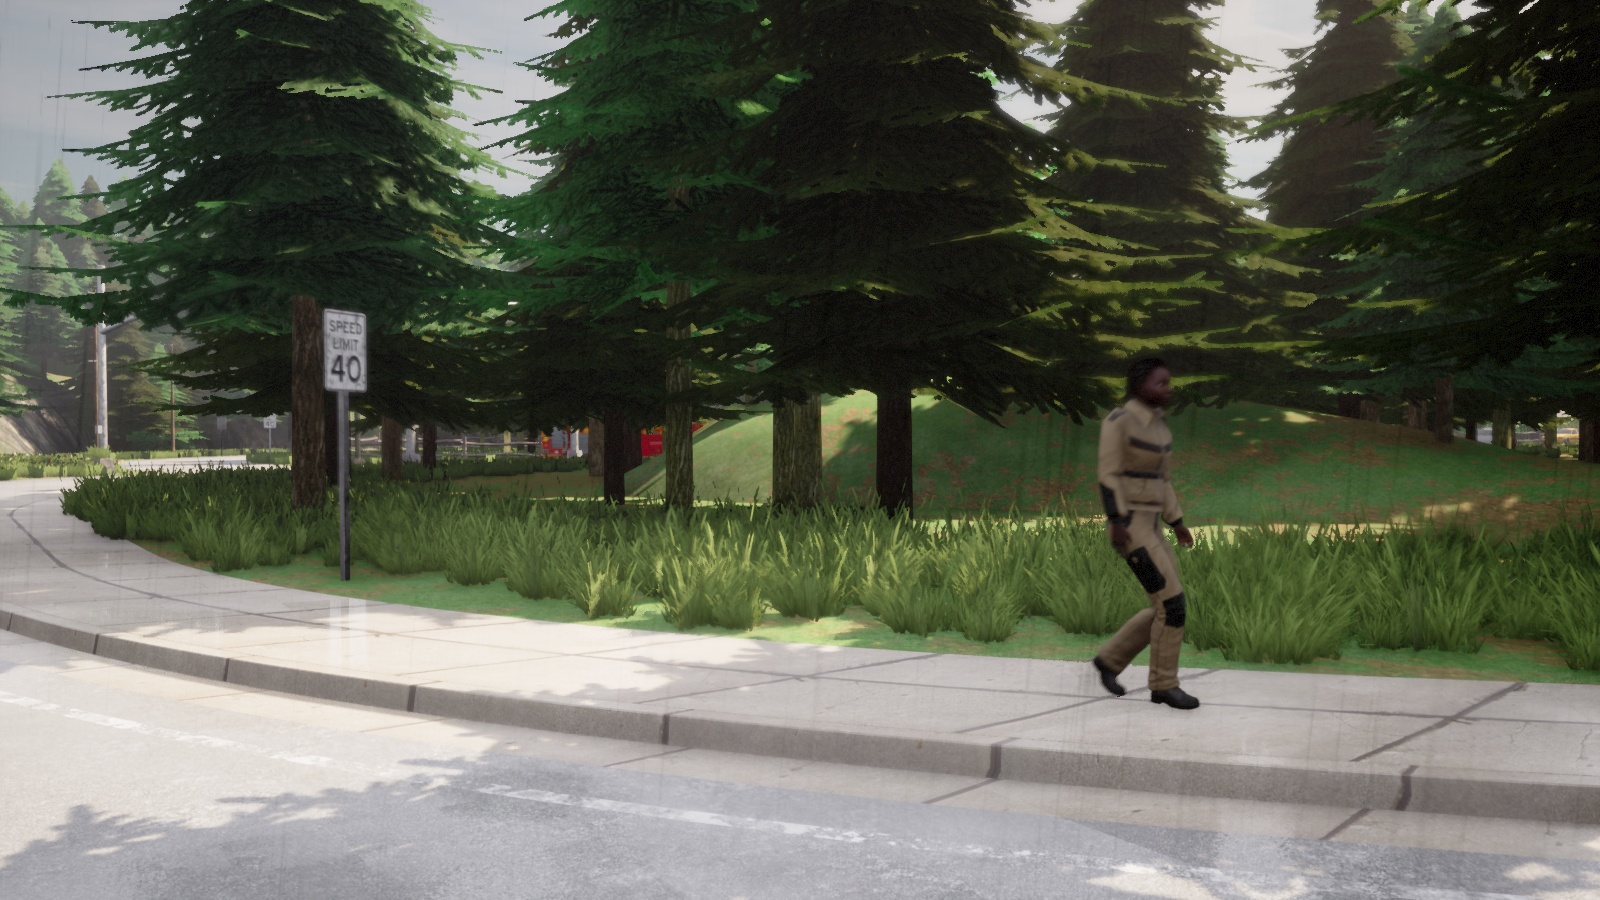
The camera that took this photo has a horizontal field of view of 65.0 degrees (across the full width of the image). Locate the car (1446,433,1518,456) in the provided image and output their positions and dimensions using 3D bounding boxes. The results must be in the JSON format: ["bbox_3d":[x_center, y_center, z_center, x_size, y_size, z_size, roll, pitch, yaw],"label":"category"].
[{"bbox_3d":[46.058,-0.376,84.880,1.970,1.475,3.806,0,1,-35],"label":"car"}]

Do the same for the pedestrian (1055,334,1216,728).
[{"bbox_3d":[1.735,0.391,6.519,0.692,1.930,0.396,1,1,43],"label":"pedestrian"}]

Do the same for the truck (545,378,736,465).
[{"bbox_3d":[-7.356,-1.305,58.650,8.468,3.827,2.891,0,1,-36],"label":"truck"}]
